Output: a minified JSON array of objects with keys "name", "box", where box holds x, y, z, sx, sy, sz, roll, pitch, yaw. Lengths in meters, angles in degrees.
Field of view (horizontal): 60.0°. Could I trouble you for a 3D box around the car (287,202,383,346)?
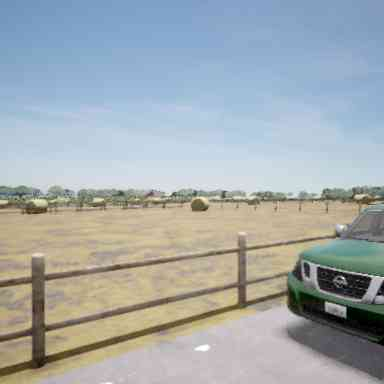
[{"name":"car","box":[4.165,1.194,6.013,5.566,2.045,2.150,0,0,-35]}]
